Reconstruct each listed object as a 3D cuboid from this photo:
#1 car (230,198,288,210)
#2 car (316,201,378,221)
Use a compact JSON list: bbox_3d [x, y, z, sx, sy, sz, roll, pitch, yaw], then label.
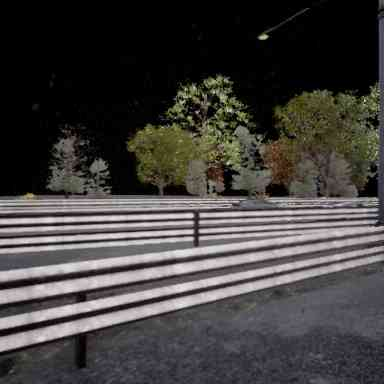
[{"bbox_3d":[5.290,1.264,25.818,4.892,1.490,1.837,0,0,-25],"label":"car"},{"bbox_3d":[9.656,1.286,20.117,4.674,1.442,1.812,0,0,-25],"label":"car"}]
